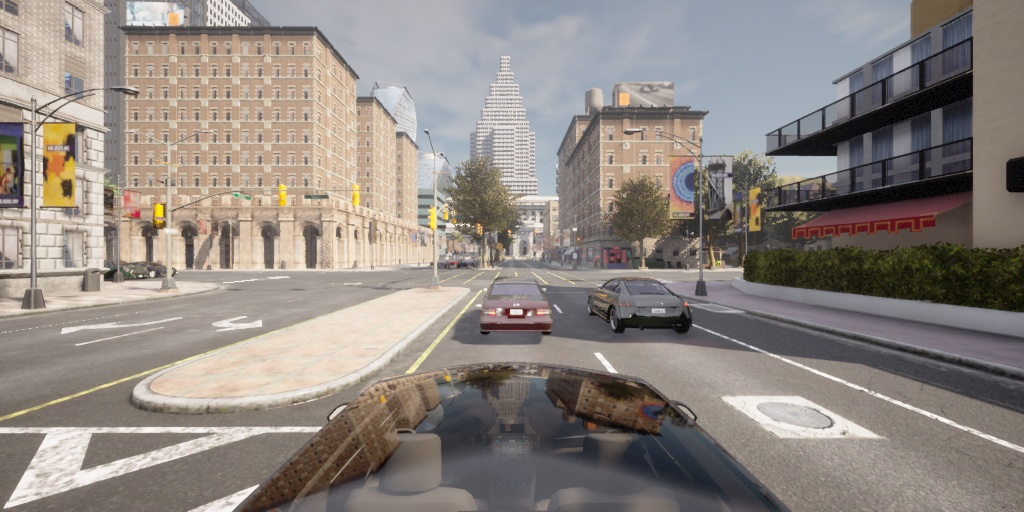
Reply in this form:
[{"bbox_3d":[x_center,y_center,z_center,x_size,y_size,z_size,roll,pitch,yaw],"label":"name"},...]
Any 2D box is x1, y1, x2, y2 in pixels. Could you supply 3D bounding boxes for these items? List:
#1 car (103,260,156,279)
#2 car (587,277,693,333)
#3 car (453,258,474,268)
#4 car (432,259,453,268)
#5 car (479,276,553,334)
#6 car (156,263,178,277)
[{"bbox_3d":[-33.351,1.102,30.018,4.553,1.767,2.097,0,0,0],"label":"car"},{"bbox_3d":[3.589,1.314,10.790,1.994,1.385,4.181,0,0,0],"label":"car"},{"bbox_3d":[-8.129,1.351,60.388,1.895,1.301,4.718,0,0,0],"label":"car"},{"bbox_3d":[-11.630,1.276,60.266,1.812,1.442,4.674,0,0,0],"label":"car"},{"bbox_3d":[0.091,1.297,10.530,2.033,1.411,5.357,0,0,0],"label":"car"},{"bbox_3d":[-34.193,1.255,33.513,4.892,1.490,1.837,0,0,0],"label":"car"}]
